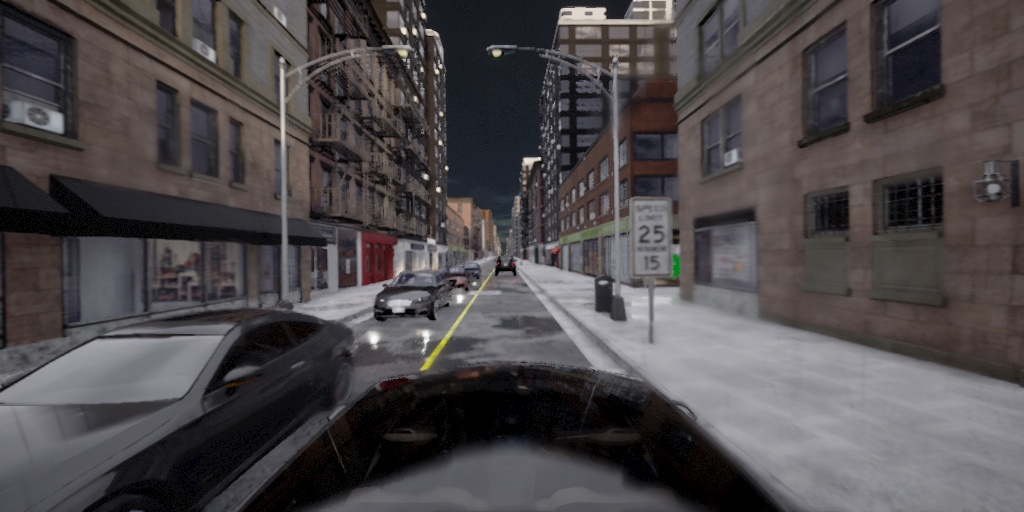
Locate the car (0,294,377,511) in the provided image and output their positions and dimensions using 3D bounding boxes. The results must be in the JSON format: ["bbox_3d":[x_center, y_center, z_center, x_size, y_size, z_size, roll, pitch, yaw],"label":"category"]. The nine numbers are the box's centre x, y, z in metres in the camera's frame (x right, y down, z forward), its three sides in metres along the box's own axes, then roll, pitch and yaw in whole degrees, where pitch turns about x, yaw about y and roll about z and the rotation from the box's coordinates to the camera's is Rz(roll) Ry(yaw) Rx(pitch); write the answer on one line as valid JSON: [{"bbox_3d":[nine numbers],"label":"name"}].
[{"bbox_3d":[-3.093,1.316,3.451,1.812,1.442,4.674,-1,0,-1],"label":"car"}]

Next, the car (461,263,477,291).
[{"bbox_3d":[-3.483,1.333,21.877,1.994,1.385,4.181,-1,0,-1],"label":"car"}]

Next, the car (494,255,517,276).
[{"bbox_3d":[-0.635,0.924,37.094,2.150,2.045,5.566,-1,0,0],"label":"car"}]

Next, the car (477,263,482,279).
[{"bbox_3d":[-3.672,1.299,32.085,2.033,1.411,5.357,-1,0,-1],"label":"car"}]

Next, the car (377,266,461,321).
[{"bbox_3d":[-3.292,1.274,12.690,2.128,1.511,4.902,-1,0,-1],"label":"car"}]
